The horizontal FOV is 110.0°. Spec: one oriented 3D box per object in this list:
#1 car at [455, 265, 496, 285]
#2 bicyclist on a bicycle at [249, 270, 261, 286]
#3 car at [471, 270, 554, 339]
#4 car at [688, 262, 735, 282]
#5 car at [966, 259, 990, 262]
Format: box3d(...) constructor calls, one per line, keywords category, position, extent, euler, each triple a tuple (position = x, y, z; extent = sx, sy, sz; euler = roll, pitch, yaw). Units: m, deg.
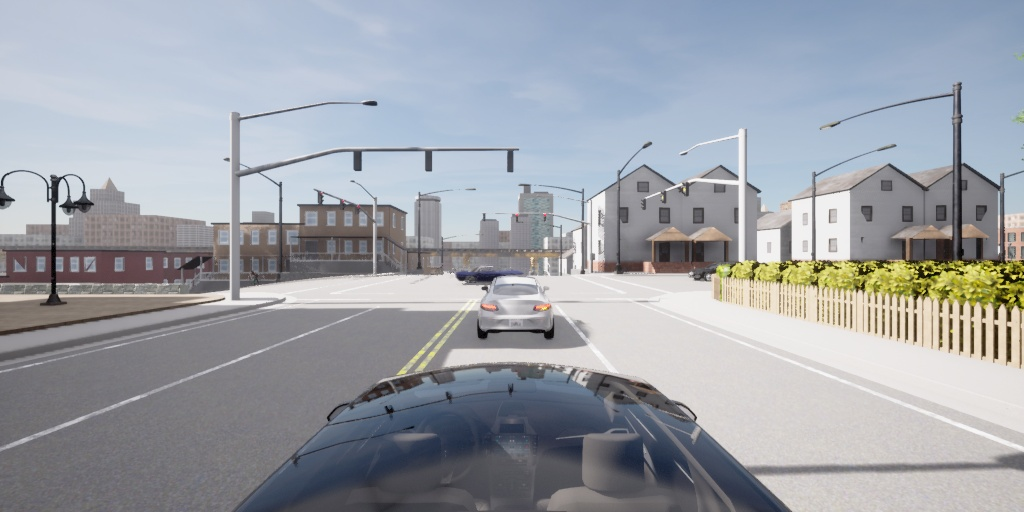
box3d(category="car", position=(-1.448, 1.306, 24.880), extent=(4.718, 1.301, 1.895), euler=(0, 0, -1))
box3d(category="bicyclist on a bicycle", position=(-25.575, 2.214, 35.561), extent=(0.582, 1.620, 1.656), euler=(-8, 0, 0))
box3d(category="car", position=(0.099, 1.276, 9.988), extent=(1.812, 1.442, 4.674), euler=(0, 0, 0))
box3d(category="car", position=(16.789, 1.255, 28.802), extent=(4.892, 1.490, 1.837), euler=(0, 0, -1))
box3d(category="car", position=(36.922, 1.102, 29.022), extent=(4.553, 1.767, 2.097), euler=(0, 0, -1))
